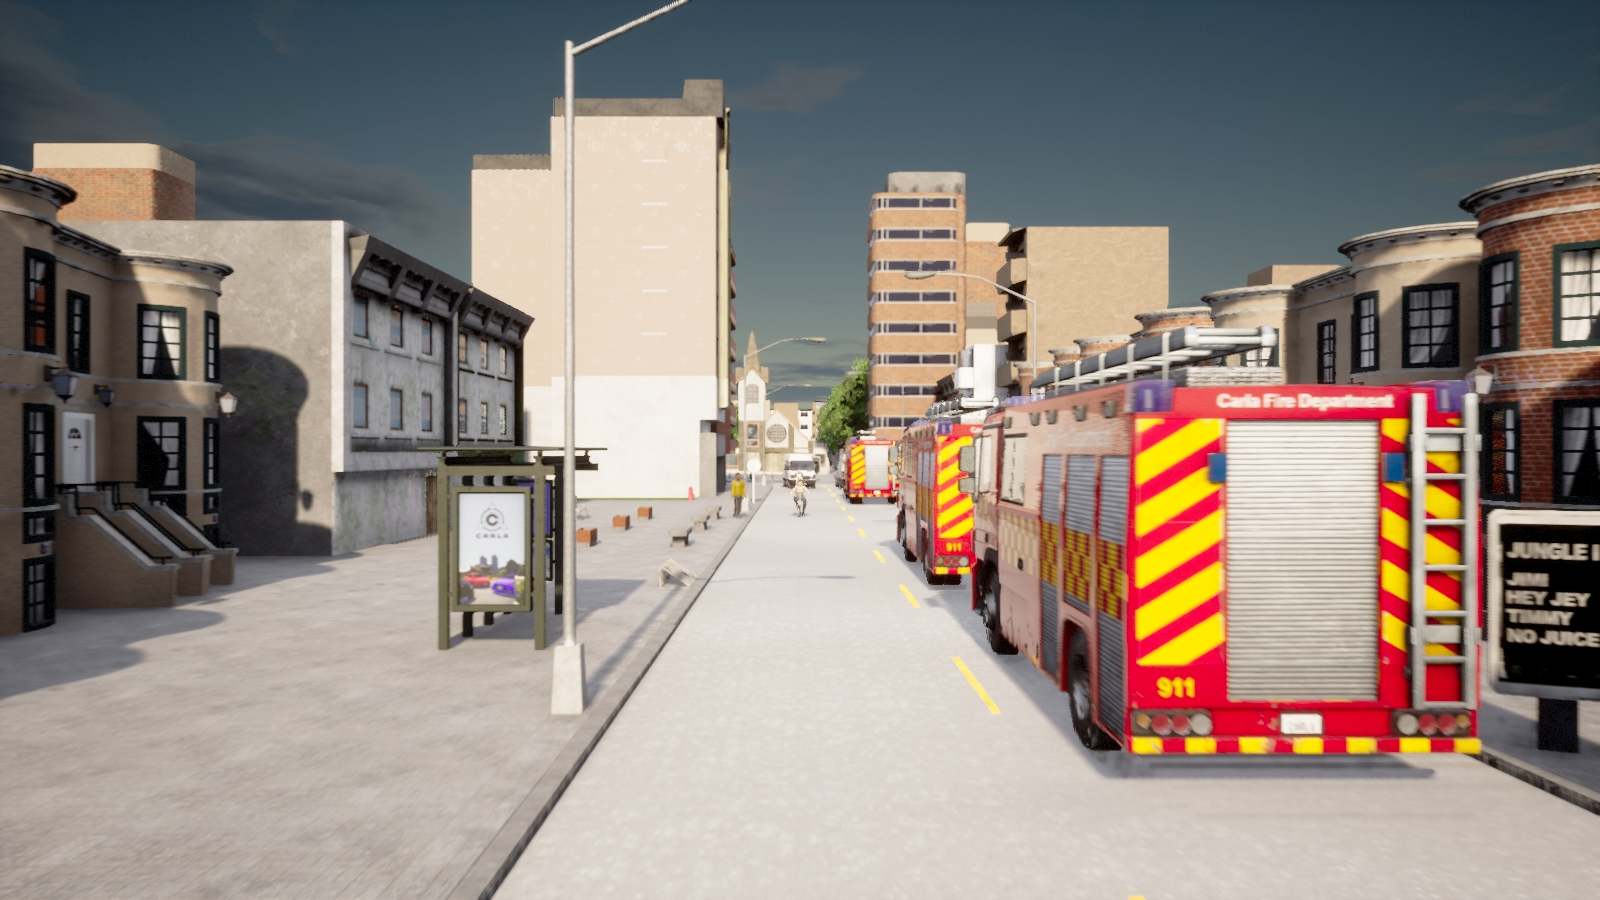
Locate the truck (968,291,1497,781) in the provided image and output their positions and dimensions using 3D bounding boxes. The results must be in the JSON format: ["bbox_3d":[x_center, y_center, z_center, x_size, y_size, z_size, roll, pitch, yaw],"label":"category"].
[{"bbox_3d":[4.005,0.670,13.166,2.891,3.827,8.468,0,0,0],"label":"truck"}]

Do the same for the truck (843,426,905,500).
[{"bbox_3d":[3.972,0.670,62.984,2.891,3.827,8.468,0,0,0],"label":"truck"}]

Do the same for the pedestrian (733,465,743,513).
[{"bbox_3d":[-2.413,1.523,44.464,0.375,1.860,0.375,0,0,-11],"label":"pedestrian"}]

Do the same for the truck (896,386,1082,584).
[{"bbox_3d":[4.007,0.670,26.326,2.891,3.827,8.468,0,0,0],"label":"truck"}]
